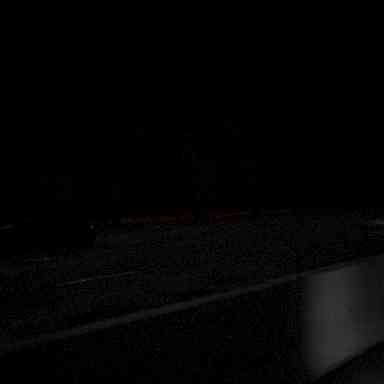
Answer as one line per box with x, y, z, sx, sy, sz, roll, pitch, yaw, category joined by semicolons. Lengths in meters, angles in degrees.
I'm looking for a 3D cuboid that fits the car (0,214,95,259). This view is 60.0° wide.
-5.901;1.541;12.672;4.181;1.385;1.994;-1;0;-35;car
